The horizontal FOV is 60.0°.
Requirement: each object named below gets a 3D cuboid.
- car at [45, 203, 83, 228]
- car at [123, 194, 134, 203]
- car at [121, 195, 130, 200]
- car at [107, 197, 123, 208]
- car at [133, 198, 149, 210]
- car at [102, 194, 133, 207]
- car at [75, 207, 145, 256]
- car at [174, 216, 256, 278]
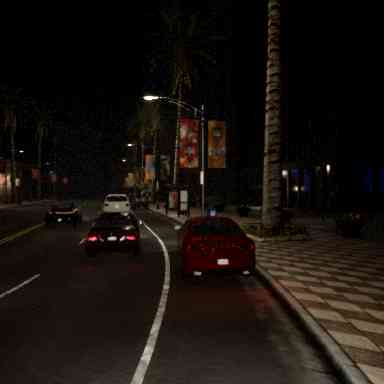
[{"bbox_3d":[-8.520,1.485,22.404,2.128,1.511,4.902,0,0,-13],"label":"car"},{"bbox_3d":[-13.508,1.339,70.480,2.185,1.767,4.553,0,0,-14],"label":"car"},{"bbox_3d":[-18.414,1.493,91.856,2.161,1.482,4.786,0,0,-14],"label":"car"},{"bbox_3d":[-11.618,1.480,50.123,2.128,1.511,4.902,0,0,-14],"label":"car"},{"bbox_3d":[-6.545,1.472,41.942,2.231,1.521,4.892,0,0,-14],"label":"car"},{"bbox_3d":[-6.623,1.216,29.195,2.150,2.045,5.566,0,0,-13],"label":"car"},{"bbox_3d":[-2.993,1.544,13.147,2.033,1.411,5.357,0,0,-10],"label":"car"},{"bbox_3d":[0.522,1.475,10.218,1.882,1.535,5.008,0,0,-5],"label":"car"}]
